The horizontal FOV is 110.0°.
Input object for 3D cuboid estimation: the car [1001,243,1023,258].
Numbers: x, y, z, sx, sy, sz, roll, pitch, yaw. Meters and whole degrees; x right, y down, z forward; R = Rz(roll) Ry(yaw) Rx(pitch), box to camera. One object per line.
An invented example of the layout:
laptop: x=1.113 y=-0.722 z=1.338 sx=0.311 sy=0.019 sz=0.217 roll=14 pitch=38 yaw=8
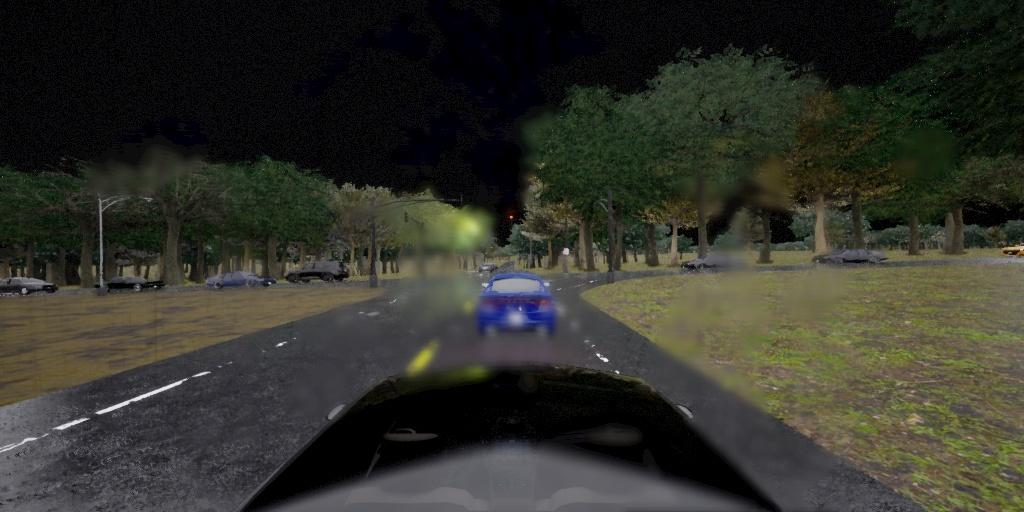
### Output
car: x=46.566 y=-0.611 z=31.637 sx=5.008 sy=1.535 sz=1.882 roll=-2 pitch=-1 yaw=3

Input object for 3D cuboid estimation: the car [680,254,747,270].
car: x=18.449 y=0.538 z=32.884 sx=5.357 sy=1.411 sz=2.033 roll=-2 pitch=-1 yaw=2

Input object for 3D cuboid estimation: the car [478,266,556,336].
car: x=0.139 y=1.233 z=10.418 sx=1.882 sy=1.535 sz=5.008 roll=0 pitch=0 yaw=1

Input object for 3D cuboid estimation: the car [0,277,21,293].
car: x=-53.081 y=2.977 z=36.097 sx=5.008 sy=1.535 sz=1.882 roll=-2 pitch=-1 yaw=2

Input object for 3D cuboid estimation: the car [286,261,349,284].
car: x=-18.657 y=1.595 z=34.510 sx=5.566 sy=2.045 sz=2.150 roll=-2 pitch=-1 yaw=3

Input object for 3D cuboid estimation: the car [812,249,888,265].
car: x=30.423 y=0.066 z=32.362 sx=5.357 sy=1.411 sz=2.033 roll=-2 pitch=-1 yaw=3

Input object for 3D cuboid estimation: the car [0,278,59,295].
car: x=-43.516 y=2.671 z=31.963 sx=4.892 sy=1.490 sz=1.837 roll=-2 pitch=-1 yaw=3

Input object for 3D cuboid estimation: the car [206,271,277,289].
car: x=-23.430 y=2.047 z=31.048 sx=5.357 sy=1.411 sz=2.033 roll=-2 pitch=-1 yaw=6

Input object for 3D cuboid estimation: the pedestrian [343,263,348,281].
pedestrian: x=-17.867 y=1.680 z=38.375 sx=0.375 sy=1.860 sz=0.375 roll=0 pitch=1 yaw=3

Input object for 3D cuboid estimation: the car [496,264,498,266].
car: x=-4.003 y=1.846 z=62.921 sx=2.128 sy=1.511 sz=4.902 roll=0 pitch=-1 yaw=-1

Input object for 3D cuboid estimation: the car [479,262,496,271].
car: x=-3.875 y=1.678 z=53.535 sx=2.128 sy=1.511 sz=4.902 roll=0 pitch=-1 yaw=-1

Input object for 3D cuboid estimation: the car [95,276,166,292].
car: x=-33.352 y=2.437 z=31.480 sx=4.718 sy=1.301 sz=1.895 roll=-2 pitch=-1 yaw=3
